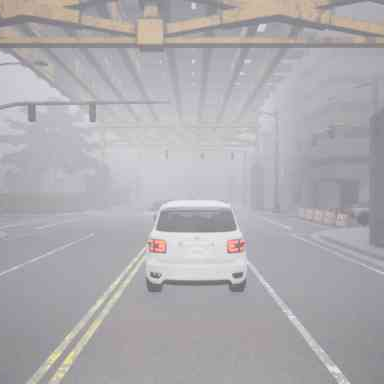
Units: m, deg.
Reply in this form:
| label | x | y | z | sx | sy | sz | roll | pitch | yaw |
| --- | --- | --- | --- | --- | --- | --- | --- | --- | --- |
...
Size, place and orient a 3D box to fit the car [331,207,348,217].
| label | x | y | z | sx | sy | sz | roll | pitch | yaw |
| --- | --- | --- | --- | --- | --- | --- | --- | --- | --- |
| car | 13.645 | 1.294 | 26.237 | 4.536 | 1.218 | 1.853 | 0 | 0 | 25 |

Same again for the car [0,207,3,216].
| label | x | y | z | sx | sy | sz | roll | pitch | yaw |
| --- | --- | --- | --- | --- | --- | --- | --- | --- | --- |
| car | -17.514 | 1.524 | 26.288 | 4.674 | 1.442 | 1.812 | 0 | 0 | 1 |

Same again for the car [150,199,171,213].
| label | x | y | z | sx | sy | sz | roll | pitch | yaw |
| --- | --- | --- | --- | --- | --- | --- | --- | --- | --- |
| car | -3.586 | 1.562 | 38.207 | 1.994 | 1.385 | 4.181 | 0 | 0 | 0 |

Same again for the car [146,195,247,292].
| label | x | y | z | sx | sy | sz | roll | pitch | yaw |
| --- | --- | --- | --- | --- | --- | --- | --- | --- | --- |
| car | 0.082 | 1.221 | 9.051 | 2.150 | 2.045 | 5.566 | 0 | 0 | 0 |

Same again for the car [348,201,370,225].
| label | x | y | z | sx | sy | sz | roll | pitch | yaw |
| --- | --- | --- | --- | --- | --- | --- | --- | --- | --- |
| car | 13.270 | 1.452 | 22.100 | 4.974 | 1.542 | 2.038 | 0 | 0 | -20 |

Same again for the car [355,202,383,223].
| label | x | y | z | sx | sy | sz | roll | pitch | yaw |
| --- | --- | --- | --- | --- | --- | --- | --- | --- | --- |
| car | 13.318 | 1.294 | 22.118 | 4.536 | 1.218 | 1.853 | 0 | 0 | -20 |

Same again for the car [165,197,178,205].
| label | x | y | z | sx | sy | sz | roll | pitch | yaw |
| --- | --- | --- | --- | --- | --- | --- | --- | --- | --- |
| car | -3.536 | 1.562 | 57.567 | 1.994 | 1.385 | 4.181 | 0 | 0 | 1 |

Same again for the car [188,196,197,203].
| label | x | y | z | sx | sy | sz | roll | pitch | yaw |
| --- | --- | --- | --- | --- | --- | --- | --- | --- | --- |
| car | 0.124 | 1.522 | 68.171 | 1.812 | 1.442 | 4.674 | 0 | 0 | 0 |
